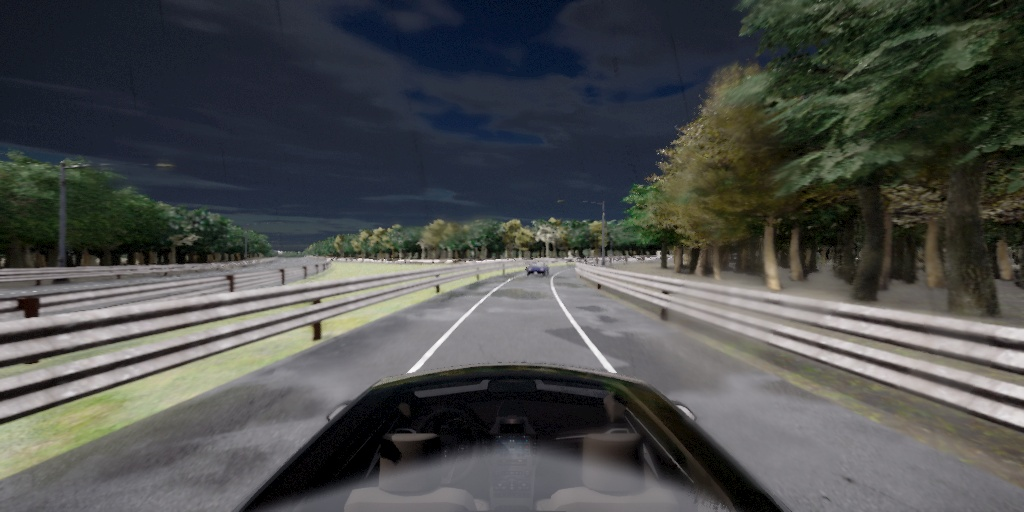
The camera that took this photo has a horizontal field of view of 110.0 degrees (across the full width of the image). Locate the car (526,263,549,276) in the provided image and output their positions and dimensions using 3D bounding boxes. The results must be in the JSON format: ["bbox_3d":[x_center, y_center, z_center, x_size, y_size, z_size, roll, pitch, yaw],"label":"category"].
[{"bbox_3d":[2.741,1.341,36.834,1.895,1.301,4.718,0,0,12],"label":"car"}]
